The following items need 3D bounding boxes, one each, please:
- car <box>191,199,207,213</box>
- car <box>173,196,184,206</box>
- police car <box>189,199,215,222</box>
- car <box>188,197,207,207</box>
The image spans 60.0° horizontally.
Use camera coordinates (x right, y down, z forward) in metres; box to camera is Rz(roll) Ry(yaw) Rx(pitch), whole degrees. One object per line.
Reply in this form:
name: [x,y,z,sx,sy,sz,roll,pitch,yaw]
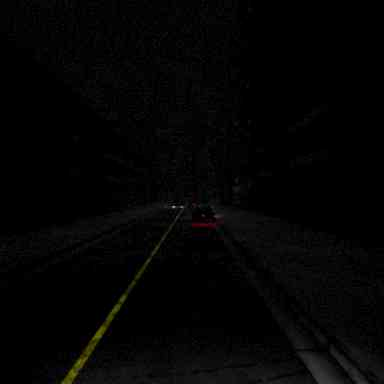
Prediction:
car: [0.915,1.795,45.029,2.097,1.767,4.553,0,-1,0]
car: [-2.976,1.949,71.758,2.150,2.045,5.566,0,-1,0]
police car: [0.910,1.709,29.169,1.930,1.638,5.238,0,-1,0]
car: [0.914,1.608,39.091,2.150,2.045,5.566,0,-1,0]
